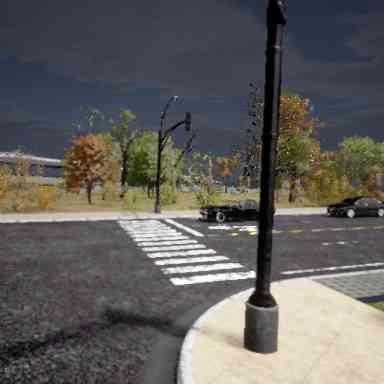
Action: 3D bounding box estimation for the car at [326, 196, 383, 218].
[{"bbox_3d":[12.408,1.098,24.972,4.892,1.490,1.837,0,2,-19],"label":"car"}]

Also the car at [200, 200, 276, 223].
[{"bbox_3d":[2.949,1.214,21.719,4.718,1.301,1.895,0,2,-19],"label":"car"}]
